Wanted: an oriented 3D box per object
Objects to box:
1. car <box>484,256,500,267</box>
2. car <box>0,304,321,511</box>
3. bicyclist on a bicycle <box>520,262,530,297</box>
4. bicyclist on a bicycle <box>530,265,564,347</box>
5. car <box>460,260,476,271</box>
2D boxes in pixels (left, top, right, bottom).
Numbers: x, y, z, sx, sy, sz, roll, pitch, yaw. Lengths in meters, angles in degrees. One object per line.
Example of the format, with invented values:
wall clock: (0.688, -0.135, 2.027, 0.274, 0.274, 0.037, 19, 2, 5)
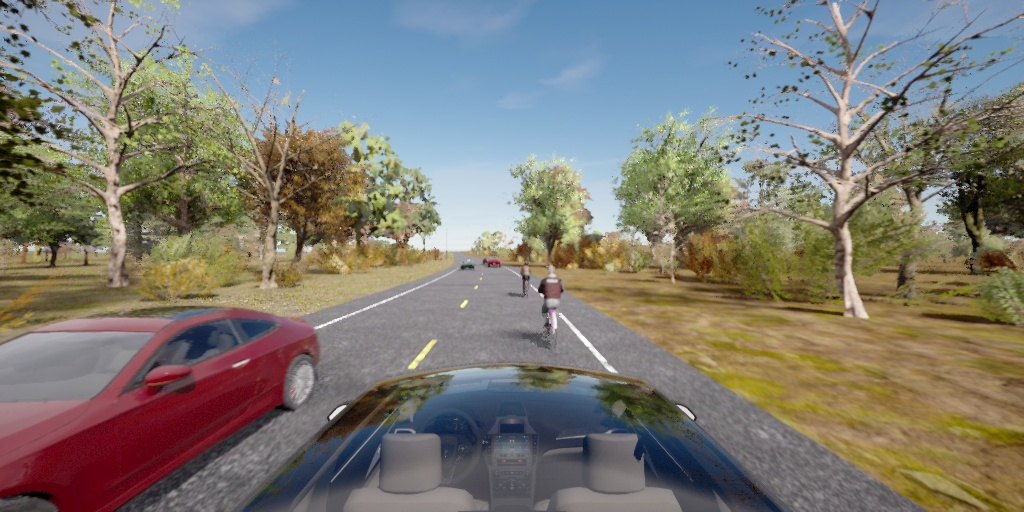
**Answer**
car: (-2.914, 0.948, 56.468, 1.882, 1.535, 5.008, 0, 0, -6)
car: (-3.631, 1.270, 3.390, 1.812, 1.442, 4.674, 0, 0, 0)
bicyclist on a bicycle: (0.678, 1.136, 17.135, 0.582, 1.620, 1.656, 0, 0, -2)
bicyclist on a bicycle: (0.885, 1.094, 8.299, 0.659, 1.776, 1.843, 0, 0, -1)
car: (-5.498, 1.149, 44.838, 1.895, 1.301, 4.718, 0, 0, -5)
